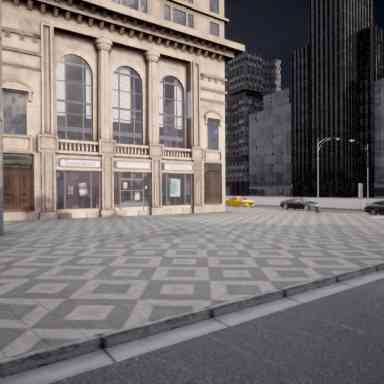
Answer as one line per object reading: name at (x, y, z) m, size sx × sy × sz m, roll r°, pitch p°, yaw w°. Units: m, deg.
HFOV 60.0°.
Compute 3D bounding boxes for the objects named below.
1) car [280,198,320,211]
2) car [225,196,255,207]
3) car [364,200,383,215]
car at (12.460, 1.415, 38.513) m, size 2.128 × 1.511 × 4.902 m, roll -1°, pitch 0°, yaw -34°
car at (6.680, 1.373, 47.063) m, size 1.882 × 1.535 × 5.008 m, roll -1°, pitch 0°, yaw -34°
car at (18.133, 1.478, 30.169) m, size 1.812 × 1.442 × 4.674 m, roll -1°, pitch 0°, yaw -34°
